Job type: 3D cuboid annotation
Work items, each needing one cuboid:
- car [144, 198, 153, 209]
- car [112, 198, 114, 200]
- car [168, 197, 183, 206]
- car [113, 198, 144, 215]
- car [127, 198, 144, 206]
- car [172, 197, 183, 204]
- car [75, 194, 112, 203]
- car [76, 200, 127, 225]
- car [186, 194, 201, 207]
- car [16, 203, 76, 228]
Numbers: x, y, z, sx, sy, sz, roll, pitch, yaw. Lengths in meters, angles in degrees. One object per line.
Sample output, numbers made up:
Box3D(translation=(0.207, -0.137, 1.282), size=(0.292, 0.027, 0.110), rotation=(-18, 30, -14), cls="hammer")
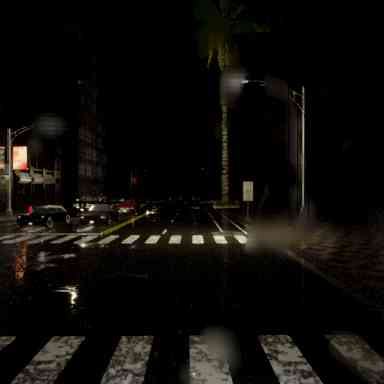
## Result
Box3D(translation=(-6.395, 1.527, 44.575), size=(1.837, 1.490, 4.892), rotation=(0, 0, 0), cls="car")
Box3D(translation=(-9.657, 1.511, 42.428), size=(2.128, 1.511, 4.902), rotation=(0, 0, 1), cls="car")
Box3D(translation=(-2.915, 1.602, 55.019), size=(1.994, 1.385, 4.181), rotation=(0, 0, 0), cls="car")
Box3D(translation=(-6.445, 1.537, 34.145), size=(1.812, 1.442, 4.674), rotation=(0, 0, 0), cls="car")
Box3D(translation=(-9.523, 1.644, 56.332), size=(1.895, 1.301, 4.718), rotation=(0, 0, 1), cls="car")
Box3D(translation=(-2.871, 1.633, 67.690), size=(1.994, 1.385, 4.181), rotation=(0, 0, 0), cls="car")
Box3D(translation=(-9.708, 1.231, 32.144), size=(2.150, 2.045, 5.566), rotation=(0, 0, 0), cls="car")
Box3D(translation=(-6.495, 1.553, 24.189), size=(2.033, 1.411, 5.357), rotation=(0, 0, 0), cls="car")
Box3D(translation=(0.229, 1.259, 53.439), size=(2.150, 2.045, 5.566), rotation=(0, 0, 0), cls="car")
Box3D(translation=(-9.766, 1.606, 22.386), size=(1.895, 1.301, 4.718), rotation=(0, 0, 1), cls="car")
